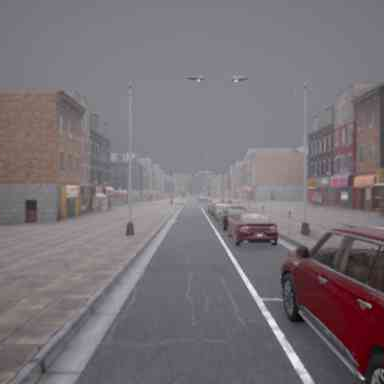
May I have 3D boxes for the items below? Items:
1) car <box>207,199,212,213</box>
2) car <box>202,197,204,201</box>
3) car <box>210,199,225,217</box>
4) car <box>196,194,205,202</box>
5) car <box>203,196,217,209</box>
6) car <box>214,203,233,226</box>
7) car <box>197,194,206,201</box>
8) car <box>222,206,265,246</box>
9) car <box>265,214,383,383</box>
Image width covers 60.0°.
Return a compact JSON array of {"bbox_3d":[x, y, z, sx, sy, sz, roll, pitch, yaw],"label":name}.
[{"bbox_3d":[2.632,1.598,31.550,1.802,1.307,4.206,0,0,0],"label":"car"},{"bbox_3d":[2.631,1.621,42.483,1.802,1.307,4.206,0,0,0],"label":"car"},{"bbox_3d":[2.632,1.534,26.252,1.752,1.417,4.829,0,0,0],"label":"car"},{"bbox_3d":[2.626,1.635,79.826,1.967,1.590,4.097,-1,0,0],"label":"car"},{"bbox_3d":[2.631,1.466,37.016,1.967,1.590,4.097,0,0,0],"label":"car"},{"bbox_3d":[2.633,1.568,20.615,1.947,1.339,4.313,0,0,0],"label":"car"},{"bbox_3d":[2.624,1.573,90.631,2.192,1.841,5.009,-1,0,0],"label":"car"},{"bbox_3d":[2.633,1.543,15.149,1.887,1.381,4.507,0,0,0],"label":"car"},{"bbox_3d":[2.634,1.312,4.214,2.192,1.841,5.009,0,0,0],"label":"car"}]
